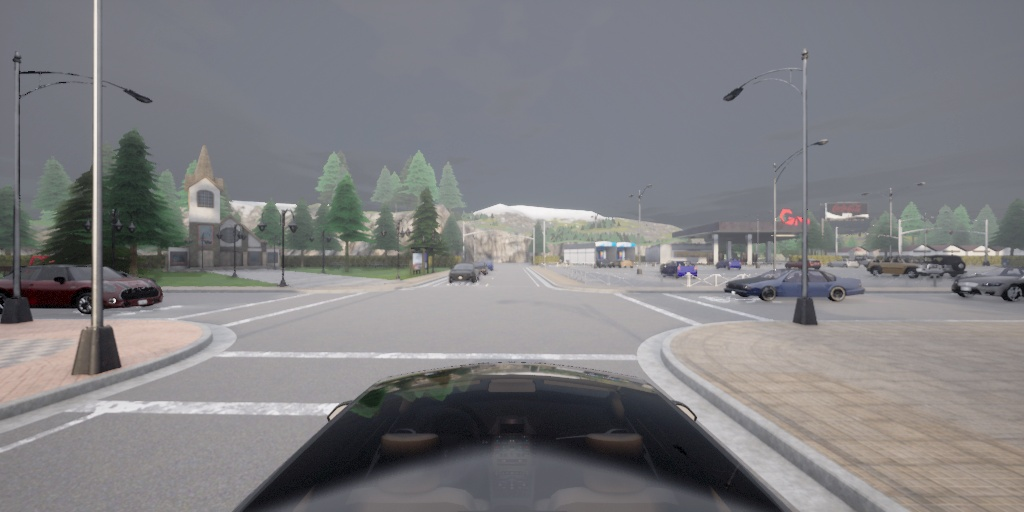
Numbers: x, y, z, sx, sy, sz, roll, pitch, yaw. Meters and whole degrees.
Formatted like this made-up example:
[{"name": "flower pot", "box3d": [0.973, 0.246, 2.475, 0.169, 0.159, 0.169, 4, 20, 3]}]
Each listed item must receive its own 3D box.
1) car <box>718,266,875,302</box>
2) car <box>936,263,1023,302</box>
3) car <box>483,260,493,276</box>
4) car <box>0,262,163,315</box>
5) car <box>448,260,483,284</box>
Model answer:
[{"name": "car", "box3d": [12.840, 1.294, 16.465, 5.357, 1.411, 2.033, 0, 0, 1]}, {"name": "car", "box3d": [23.190, 1.238, 16.346, 4.902, 1.511, 2.128, 0, 0, 1]}, {"name": "car", "box3d": [-3.557, 1.326, 38.668, 2.033, 1.411, 5.357, 0, 0, 0]}, {"name": "car", "box3d": [-15.675, 1.095, 13.073, 4.553, 1.767, 2.097, 0, 0, 1]}, {"name": "car", "box3d": [-3.570, 1.247, 27.269, 1.882, 1.535, 5.008, 0, 0, 0]}]
